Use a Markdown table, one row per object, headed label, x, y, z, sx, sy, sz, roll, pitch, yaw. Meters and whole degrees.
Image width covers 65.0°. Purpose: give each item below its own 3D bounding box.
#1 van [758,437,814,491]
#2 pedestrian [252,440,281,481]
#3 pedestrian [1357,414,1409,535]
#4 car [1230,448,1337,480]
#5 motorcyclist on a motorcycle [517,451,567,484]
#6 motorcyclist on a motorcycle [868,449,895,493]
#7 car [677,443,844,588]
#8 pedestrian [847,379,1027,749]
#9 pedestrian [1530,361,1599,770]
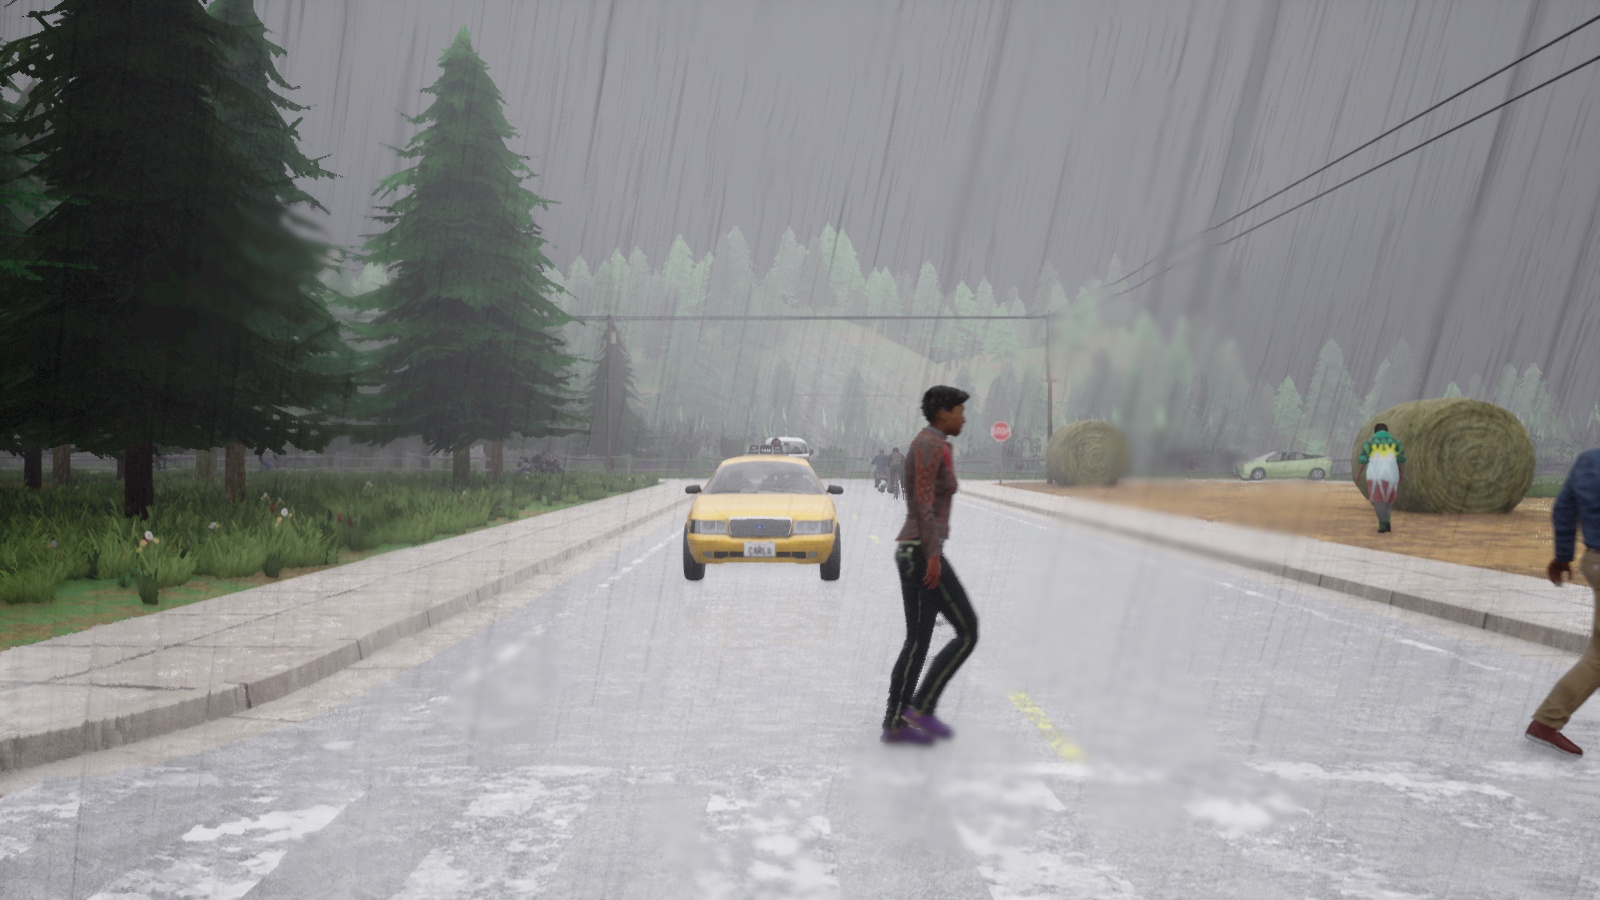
| label | x | y | z | sx | sy | sz | roll | pitch | yaw |
| --- | --- | --- | --- | --- | --- | --- | --- | --- | --- |
| van | -0.588 | 0.523 | 48.892 | 2.069 | 2.038 | 4.480 | 0 | 0 | -2 |
| pedestrian | -23.996 | 0.468 | 56.471 | 0.900 | 1.855 | 0.874 | 0 | 0 | 7 |
| pedestrian | 9.669 | 0.397 | 20.850 | 0.659 | 1.952 | 0.873 | 0 | 0 | 17 |
| car | 23.694 | 0.683 | 61.647 | 4.514 | 1.525 | 2.007 | 0 | 0 | 3 |
| motorcyclist on a motorcycle | -12.270 | 0.827 | 59.744 | 2.191 | 1.530 | 0.866 | 0 | 0 | 3 |
| motorcyclist on a motorcycle | 2.940 | 0.744 | 45.357 | 0.866 | 1.590 | 1.817 | 0 | 0 | 0 |
| car | -0.441 | 0.711 | 16.283 | 1.801 | 1.575 | 5.366 | 0 | 0 | 0 |
| pedestrian | 0.673 | 0.557 | 6.296 | 0.869 | 1.805 | 0.328 | 0 | 0 | 1 |
| pedestrian | 4.099 | 0.550 | 6.160 | 0.788 | 1.949 | 0.423 | 0 | 0 | 7 |
